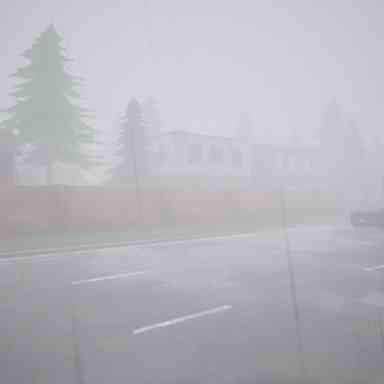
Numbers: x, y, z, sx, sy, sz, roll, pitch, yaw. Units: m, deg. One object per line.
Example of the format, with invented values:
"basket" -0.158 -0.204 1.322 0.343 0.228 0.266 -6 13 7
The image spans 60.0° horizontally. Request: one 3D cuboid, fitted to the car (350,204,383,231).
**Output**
"car" 11.915 1.516 20.842 5.008 1.535 1.882 0 0 -36
